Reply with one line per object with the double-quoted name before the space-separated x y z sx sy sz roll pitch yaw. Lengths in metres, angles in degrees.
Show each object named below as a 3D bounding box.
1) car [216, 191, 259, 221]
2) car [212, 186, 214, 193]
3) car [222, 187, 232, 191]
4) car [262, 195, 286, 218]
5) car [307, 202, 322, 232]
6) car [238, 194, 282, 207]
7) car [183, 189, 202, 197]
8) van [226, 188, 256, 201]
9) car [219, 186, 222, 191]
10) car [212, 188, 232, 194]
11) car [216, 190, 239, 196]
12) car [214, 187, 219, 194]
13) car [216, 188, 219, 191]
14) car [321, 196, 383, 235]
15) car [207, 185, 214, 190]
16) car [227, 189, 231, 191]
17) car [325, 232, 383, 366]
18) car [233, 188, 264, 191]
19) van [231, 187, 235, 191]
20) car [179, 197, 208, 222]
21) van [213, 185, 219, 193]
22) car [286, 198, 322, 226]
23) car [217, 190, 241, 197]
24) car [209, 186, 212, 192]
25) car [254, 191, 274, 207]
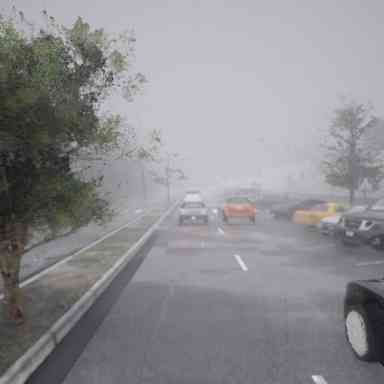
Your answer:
"car" 3.090 1.042 23.781 2.097 1.767 4.553 0 1 0
"car" 8.009 -0.117 81.223 4.553 1.767 2.185 0 2 -20
"car" 8.027 0.443 51.376 5.566 2.045 2.435 0 1 -20
"car" 8.034 1.196 24.446 4.792 1.488 2.163 0 1 -20
"car" 8.068 1.356 15.450 4.674 1.452 2.002 0 1 -20
"car" 8.049 0.943 39.468 4.674 1.452 2.002 0 1 -20
"car" 0.085 0.622 40.396 2.150 2.045 5.566 0 1 0
"van" 7.943 0.415 54.330 4.442 1.987 1.878 0 1 -20
"car" 8.076 0.337 57.372 5.566 2.045 2.435 0 1 -20
"car" 8.059 -0.246 90.195 4.792 1.488 2.163 0 2 -20
"car" 8.034 0.221 75.270 4.674 1.452 2.002 0 1 -20
"car" 7.870 0.331 69.229 5.366 1.575 1.946 0 2 -20
"car" 8.015 0.435 66.304 4.792 1.488 2.163 0 2 -20
"car" 8.042 1.111 12.427 5.566 2.045 2.435 0 1 -20
"car" 7.859 -0.375 93.096 5.366 1.575 1.946 0 2 -20
"car" 8.044 0.747 48.413 4.892 1.521 2.231 0 1 -20
"car" 3.099 1.455 2.782 1.882 1.535 5.008 0 0 0
"car" 8.025 0.725 42.437 4.553 1.767 2.185 0 1 -20
"van" 8.163 0.574 45.470 4.442 1.987 1.878 0 1 -20
"car" 0.090 1.301 23.193 1.895 1.301 4.718 0 1 0
"van" 7.933 -0.126 78.194 4.442 1.987 1.878 0 2 -20
"car" 8.234 1.267 18.522 5.366 1.575 1.946 0 1 -20
"car" 8.067 0.293 72.299 4.792 1.488 2.163 0 1 -20
"car" 7.861 -0.182 87.133 5.366 1.575 1.946 0 2 -20
"car" 8.030 0.985 36.450 4.792 1.488 2.163 0 1 -20
